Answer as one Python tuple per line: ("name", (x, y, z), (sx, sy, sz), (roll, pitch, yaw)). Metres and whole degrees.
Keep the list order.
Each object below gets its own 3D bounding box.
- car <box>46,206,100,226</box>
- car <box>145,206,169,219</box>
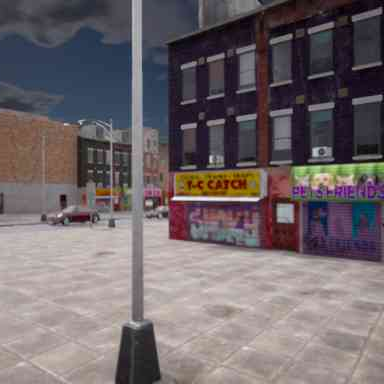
("car", (-9.514, 1.807, 26.737), (1.967, 1.590, 4.097), (-2, -2, 36))
("car", (-3.088, 2.152, 35.529), (2.008, 1.369, 4.403), (-2, -2, 36))
